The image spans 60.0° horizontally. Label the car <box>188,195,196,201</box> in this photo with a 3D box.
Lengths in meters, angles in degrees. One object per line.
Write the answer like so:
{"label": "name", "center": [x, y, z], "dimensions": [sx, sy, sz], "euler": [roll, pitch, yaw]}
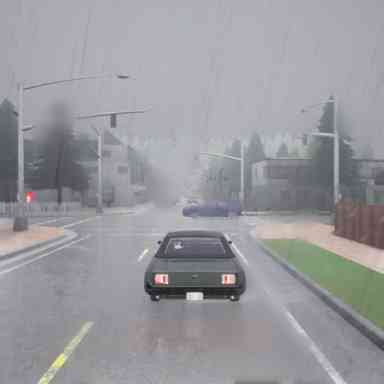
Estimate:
{"label": "car", "center": [-0.001, 1.478, 81.512], "dimensions": [1.882, 1.535, 5.008], "euler": [0, 0, 0]}

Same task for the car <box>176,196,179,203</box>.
{"label": "car", "center": [-3.590, 1.504, 54.081], "dimensions": [1.837, 1.490, 4.892], "euler": [0, 0, 0]}

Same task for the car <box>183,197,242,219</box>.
{"label": "car", "center": [1.707, 1.470, 28.162], "dimensions": [5.008, 1.535, 1.882], "euler": [0, 0, -5]}

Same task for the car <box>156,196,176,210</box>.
{"label": "car", "center": [-3.595, 1.477, 44.121], "dimensions": [1.882, 1.535, 5.008], "euler": [0, 0, 0]}

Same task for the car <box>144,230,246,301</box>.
{"label": "car", "center": [0.068, 1.601, 8.245], "dimensions": [1.895, 1.301, 4.718], "euler": [0, 0, 0]}

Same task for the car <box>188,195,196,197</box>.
{"label": "car", "center": [0.092, 1.600, 65.966], "dimensions": [1.895, 1.301, 4.718], "euler": [0, 0, 0]}
